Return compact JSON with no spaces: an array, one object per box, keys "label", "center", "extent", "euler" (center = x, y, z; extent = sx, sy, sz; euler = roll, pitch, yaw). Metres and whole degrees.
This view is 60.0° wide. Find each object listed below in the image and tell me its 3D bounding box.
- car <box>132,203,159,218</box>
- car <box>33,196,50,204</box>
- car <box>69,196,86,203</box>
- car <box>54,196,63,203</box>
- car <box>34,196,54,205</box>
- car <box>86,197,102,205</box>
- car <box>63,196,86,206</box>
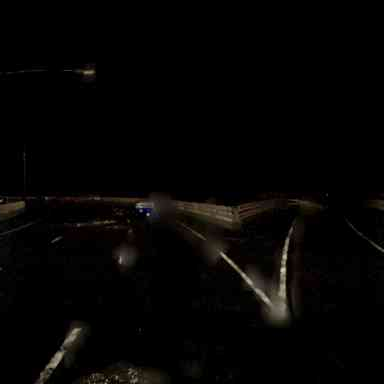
[{"label":"car","center":[-4.288,1.630,30.162],"extent":[1.895,1.301,4.718],"euler":[0,0,-16]},{"label":"car","center":[-29.391,1.529,64.820],"extent":[1.837,1.490,4.892],"euler":[0,0,-40]},{"label":"car","center":[-23.823,1.544,69.063],"extent":[1.994,1.385,4.181],"euler":[0,0,-40]},{"label":"car","center":[-26.607,1.535,66.941],"extent":[1.812,1.442,4.674],"euler":[0,0,-40]},{"label":"car","center":[-28.720,1.718,63.954],"extent":[2.128,1.511,4.902],"euler":[0,0,-37]},{"label":"car","center":[-17.970,1.614,60.710],"extent":[2.128,1.511,4.902],"euler":[0,0,-34]},{"label":"car","center":[-20.657,1.644,58.444],"extent":[1.837,1.490,4.892],"euler":[0,0,-34]}]
